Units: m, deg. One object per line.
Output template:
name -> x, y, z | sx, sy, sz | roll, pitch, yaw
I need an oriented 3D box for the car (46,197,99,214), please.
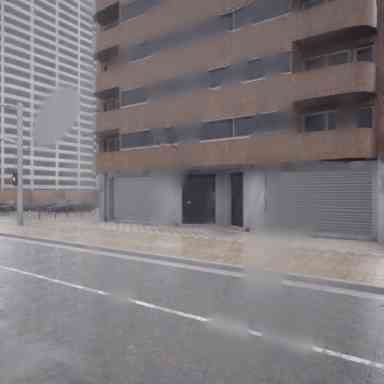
car -> -12.409, 1.525, 35.002 | 1.812, 1.442, 4.674 | 0, 0, 35

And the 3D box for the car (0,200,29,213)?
car -> -19.507, 1.547, 37.395 | 2.033, 1.411, 5.357 | 0, 0, 35

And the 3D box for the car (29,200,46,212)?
car -> -15.137, 1.477, 37.555 | 1.882, 1.535, 5.008 | 0, 0, 35
